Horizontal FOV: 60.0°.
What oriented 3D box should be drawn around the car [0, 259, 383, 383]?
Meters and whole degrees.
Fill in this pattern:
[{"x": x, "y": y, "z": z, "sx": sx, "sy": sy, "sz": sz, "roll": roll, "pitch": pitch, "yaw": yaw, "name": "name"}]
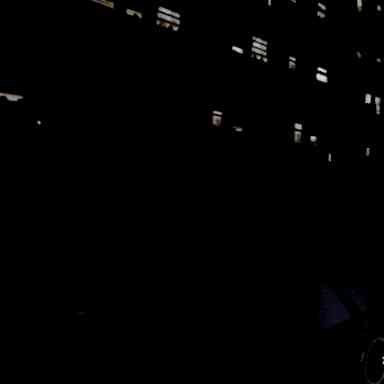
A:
[{"x": 0.516, "y": 1.565, "z": 3.744, "sx": 5.357, "sy": 1.411, "sz": 2.033, "roll": 1, "pitch": 0, "yaw": -35, "name": "car"}]
